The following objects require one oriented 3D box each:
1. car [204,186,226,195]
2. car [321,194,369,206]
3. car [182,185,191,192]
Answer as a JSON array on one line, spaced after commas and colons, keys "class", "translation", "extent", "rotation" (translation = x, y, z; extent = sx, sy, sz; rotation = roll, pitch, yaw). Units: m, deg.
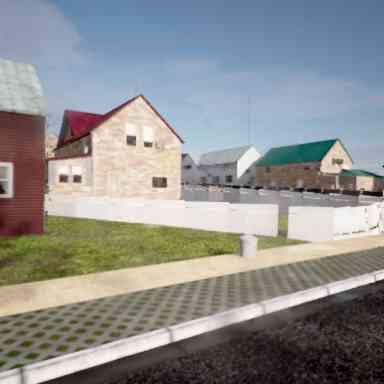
[{"class": "car", "translation": [3.211, 0.075, 39.996], "extent": [1.837, 1.490, 4.892], "rotation": [1, 3, -34]}, {"class": "car", "translation": [12.316, 0.874, 26.341], "extent": [1.812, 1.442, 4.674], "rotation": [1, 3, -34]}, {"class": "car", "translation": [-1.606, -0.476, 52.433], "extent": [2.033, 1.411, 5.357], "rotation": [1, 2, -33]}]
